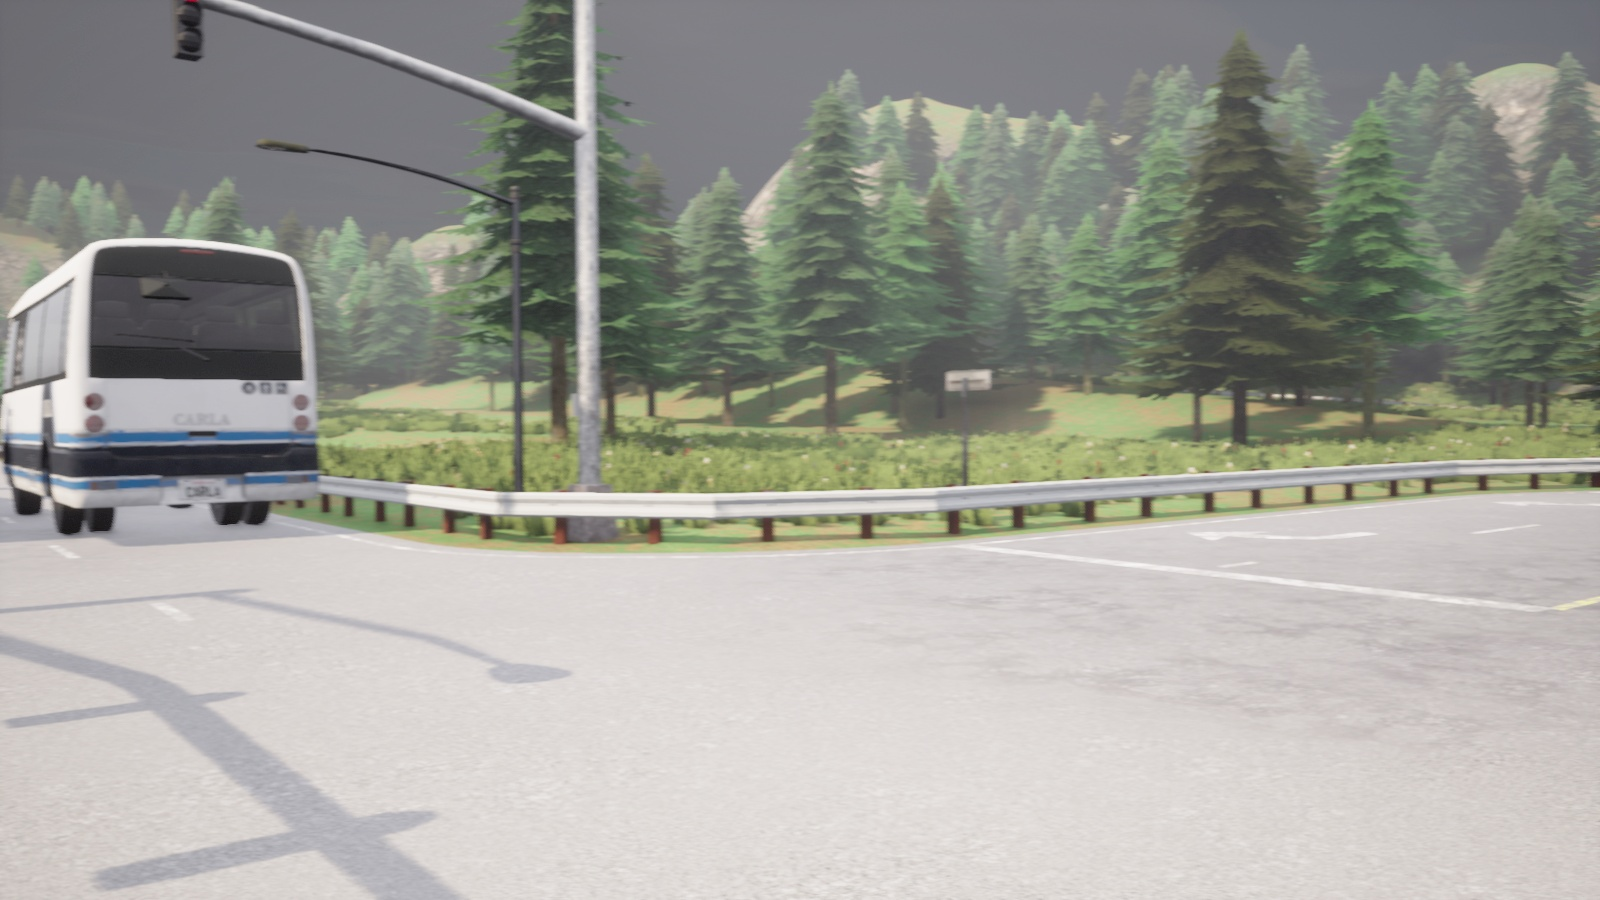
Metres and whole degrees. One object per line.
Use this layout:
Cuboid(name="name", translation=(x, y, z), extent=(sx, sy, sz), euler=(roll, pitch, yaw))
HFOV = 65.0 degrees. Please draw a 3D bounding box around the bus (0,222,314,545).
Cuboid(name="bus", translation=(-12.074, -0.975, 21.791), extent=(3.944, 4.253, 10.273), euler=(-1, 1, -38))
